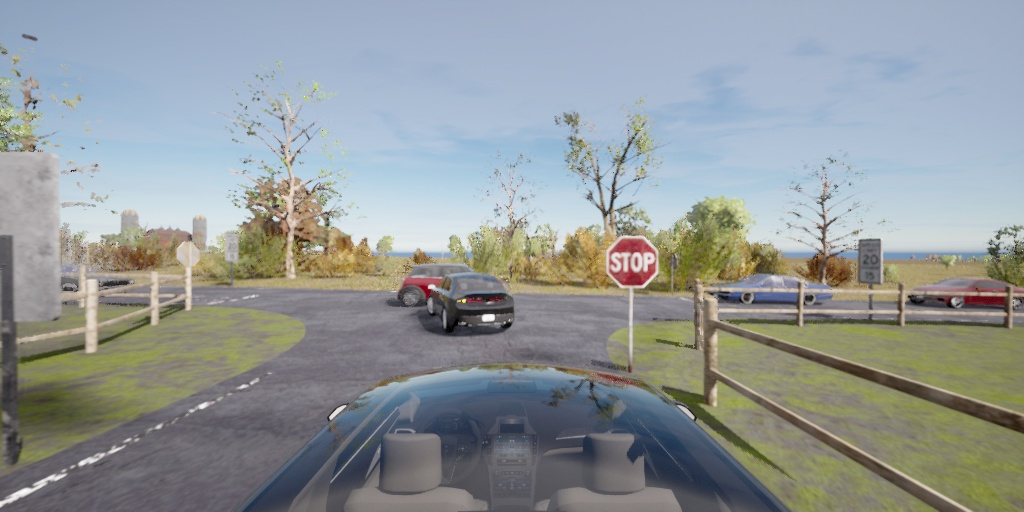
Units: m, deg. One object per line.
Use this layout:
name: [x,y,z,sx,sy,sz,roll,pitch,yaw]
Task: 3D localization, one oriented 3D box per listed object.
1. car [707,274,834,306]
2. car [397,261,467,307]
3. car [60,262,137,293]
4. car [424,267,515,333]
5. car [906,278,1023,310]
car: [12.796,1.624,17.897,5.357,1.411,2.033,1,1,-1]
car: [-2.309,1.112,14.971,4.553,1.767,2.097,0,0,0]
car: [-19.087,0.968,14.969,5.357,1.411,2.033,1,1,0]
car: [-1.402,1.277,11.081,1.837,1.490,4.892,0,0,-20]
car: [22.701,1.814,17.910,4.674,1.442,1.812,1,1,0]
